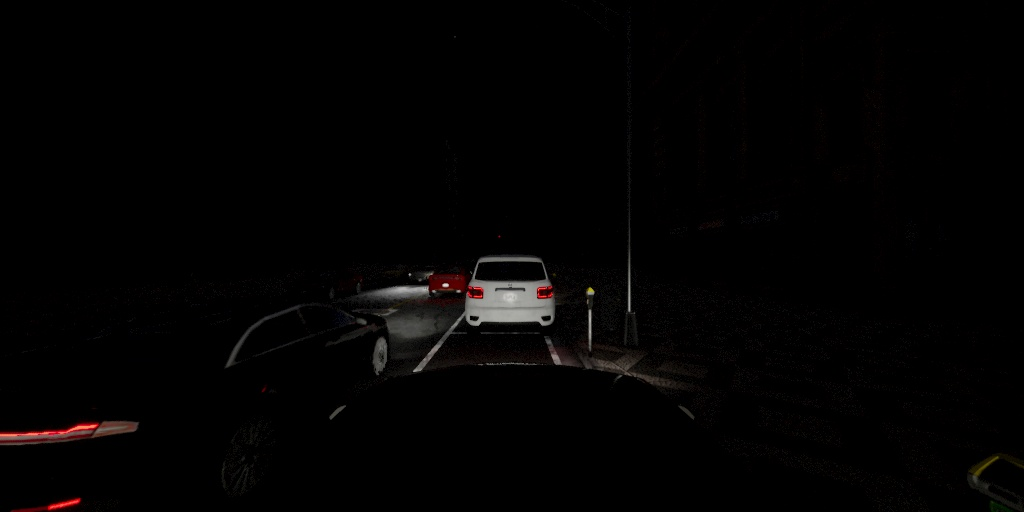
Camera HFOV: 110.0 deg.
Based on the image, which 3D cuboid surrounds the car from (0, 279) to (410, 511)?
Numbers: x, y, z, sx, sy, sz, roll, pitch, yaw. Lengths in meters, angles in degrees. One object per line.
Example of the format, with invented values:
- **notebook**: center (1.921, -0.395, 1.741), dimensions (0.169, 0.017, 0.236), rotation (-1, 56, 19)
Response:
- **car**: center (-3.051, 1.243, 4.364), dimensions (2.128, 1.511, 4.902), rotation (0, 0, 0)

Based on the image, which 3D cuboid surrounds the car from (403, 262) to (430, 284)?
- **car**: center (-6.244, 1.353, 26.574), dimensions (1.895, 1.301, 4.718), rotation (0, 0, 0)

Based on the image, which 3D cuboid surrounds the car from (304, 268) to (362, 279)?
- **car**: center (-8.919, 1.296, 17.578), dimensions (1.888, 1.381, 4.507), rotation (0, 0, 0)

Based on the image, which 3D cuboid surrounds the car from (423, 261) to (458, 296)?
- **car**: center (-3.145, 1.229, 19.471), dimensions (1.882, 1.535, 5.008), rotation (0, 0, 0)

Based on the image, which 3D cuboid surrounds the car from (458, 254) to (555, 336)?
- **car**: center (-0.039, 0.979, 10.530), dimensions (2.150, 2.045, 5.566), rotation (0, 0, 0)

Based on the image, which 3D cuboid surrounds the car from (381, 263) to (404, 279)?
- **car**: center (-8.921, 1.278, 28.459), dimensions (1.751, 1.417, 4.829), rotation (0, 0, 0)

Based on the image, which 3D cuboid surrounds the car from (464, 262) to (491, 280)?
- **car**: center (-3.052, 1.317, 32.512), dimensions (1.994, 1.385, 4.181), rotation (0, 0, 0)
